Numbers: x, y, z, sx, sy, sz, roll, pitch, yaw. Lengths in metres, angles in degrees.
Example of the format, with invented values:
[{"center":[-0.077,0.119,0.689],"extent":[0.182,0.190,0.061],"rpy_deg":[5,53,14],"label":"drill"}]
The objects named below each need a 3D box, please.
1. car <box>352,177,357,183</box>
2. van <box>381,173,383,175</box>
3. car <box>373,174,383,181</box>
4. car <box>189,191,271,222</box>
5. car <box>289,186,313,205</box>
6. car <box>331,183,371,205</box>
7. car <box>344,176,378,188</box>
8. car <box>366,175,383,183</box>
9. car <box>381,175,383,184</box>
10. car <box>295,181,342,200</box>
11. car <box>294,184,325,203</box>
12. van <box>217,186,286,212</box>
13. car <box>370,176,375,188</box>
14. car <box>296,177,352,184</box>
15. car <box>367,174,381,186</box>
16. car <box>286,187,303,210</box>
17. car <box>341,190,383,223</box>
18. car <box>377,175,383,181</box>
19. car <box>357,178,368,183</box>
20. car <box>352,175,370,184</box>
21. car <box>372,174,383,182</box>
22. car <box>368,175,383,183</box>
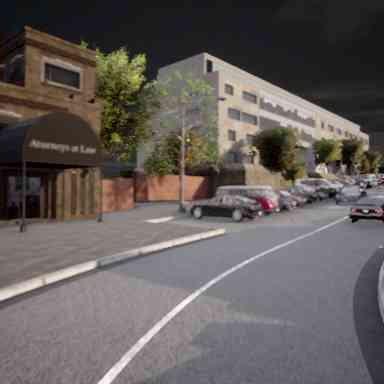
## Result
[{"center":[17.208,-0.640,40.757],"extent":[4.553,1.767,2.185],"rpy_deg":[1,4,37],"label":"car"},{"center":[30.778,-2.075,58.615],"extent":[4.442,1.987,1.878],"rpy_deg":[1,4,37],"label":"van"},{"center":[45.988,-3.347,78.595],"extent":[5.366,1.575,1.946],"rpy_deg":[1,4,37],"label":"car"},{"center":[2.049,0.941,20.901],"extent":[4.892,1.521,2.231],"rpy_deg":[1,3,37],"label":"car"},{"center":[7.138,0.514,27.562],"extent":[4.674,1.452,2.002],"rpy_deg":[1,4,37],"label":"car"},{"center":[13.849,0.274,28.832],"extent":[1.812,1.442,4.674],"rpy_deg":[1,4,37],"label":"car"},{"center":[27.507,-1.642,54.102],"extent":[4.553,1.767,2.185],"rpy_deg":[1,4,37],"label":"car"},{"center":[39.349,-2.677,69.630],"extent":[4.892,1.521,2.231],"rpy_deg":[1,4,37],"label":"car"},{"center":[29.158,-1.653,56.359],"extent":[4.792,1.488,2.163],"rpy_deg":[1,4,37],"label":"car"},{"center":[12.230,-0.024,34.197],"extent":[5.008,1.535,2.097],"rpy_deg":[1,4,37],"label":"car"},{"center":[8.764,0.317,29.670],"extent":[4.892,1.521,2.231],"rpy_deg":[1,4,37],"label":"car"},{"center":[3.837,0.576,23.049],"extent":[4.442,1.987,1.878],"rpy_deg":[1,3,37],"label":"van"},{"center":[24.072,-1.156,49.719],"extent":[4.792,1.488,2.163],"rpy_deg":[1,4,37],"label":"car"},{"center":[13.937,-0.440,36.384],"extent":[5.566,2.045,2.435],"rpy_deg":[1,4,37],"label":"car"},{"center":[25.760,-1.602,51.916],"extent":[5.566,2.045,2.435],"rpy_deg":[1,4,37],"label":"car"},{"center":[5.440,0.641,25.351],"extent":[4.892,1.521,2.231],"rpy_deg":[1,4,37],"label":"car"},{"center":[10.576,0.901,19.322],"extent":[2.033,1.411,5.357],"rpy_deg":[1,4,38],"label":"car"},{"center":[47.809,-3.478,80.715],"extent":[4.792,1.488,2.163],"rpy_deg":[1,4,37],"label":"car"},{"center":[20.727,-0.823,45.253],"extent":[4.792,1.488,2.163],"rpy_deg":[1,4,37],"label":"car"},{"center":[22.371,-1.145,47.498],"extent":[4.553,1.767,2.185],"rpy_deg":[1,4,37],"label":"car"},{"center":[42.766,-3.134,74.027],"extent":[4.553,1.767,2.185],"rpy_deg":[1,4,37],"label":"car"},{"center":[41.054,-2.842,71.837],"extent":[4.892,1.521,2.231],"rpy_deg":[1,4,37],"label":"car"}]
